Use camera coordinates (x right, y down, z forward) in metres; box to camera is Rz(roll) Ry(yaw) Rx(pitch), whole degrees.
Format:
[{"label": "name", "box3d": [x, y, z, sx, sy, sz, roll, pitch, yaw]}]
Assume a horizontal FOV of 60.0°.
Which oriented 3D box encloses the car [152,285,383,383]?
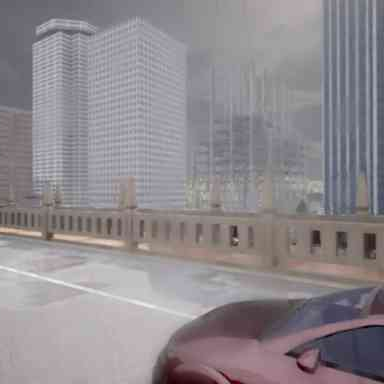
[{"label": "car", "box3d": [1.656, 1.565, 2.810, 4.181, 1.385, 1.994, 0, 0, 36]}]
